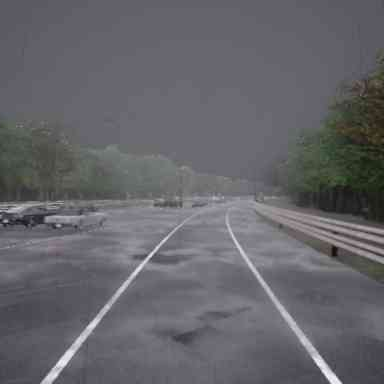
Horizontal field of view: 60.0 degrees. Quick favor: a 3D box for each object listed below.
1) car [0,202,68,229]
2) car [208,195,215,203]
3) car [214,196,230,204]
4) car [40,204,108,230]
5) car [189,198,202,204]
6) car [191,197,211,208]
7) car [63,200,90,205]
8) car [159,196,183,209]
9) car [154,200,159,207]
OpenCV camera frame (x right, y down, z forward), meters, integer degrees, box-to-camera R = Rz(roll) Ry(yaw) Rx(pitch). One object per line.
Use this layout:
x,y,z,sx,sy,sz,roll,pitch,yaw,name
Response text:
-10.765,1.621,22.552,1.812,1.442,4.674,0,-1,13,car
4.339,2.259,85.739,2.033,1.411,5.357,0,0,13,car
7.752,2.269,84.962,2.033,1.411,5.357,0,0,13,car
-7.357,1.706,21.762,1.895,1.301,4.718,0,-1,13,car
0.937,2.234,86.562,2.128,1.511,4.902,0,0,13,car
1.474,2.091,58.701,1.895,1.301,4.718,0,0,13,car
-11.621,1.554,34.017,2.097,1.767,4.553,0,-1,13,car
-3.084,1.657,54.686,2.150,2.045,5.566,0,0,13,car
-5.331,2.073,60.329,1.895,1.301,4.718,0,0,13,car
